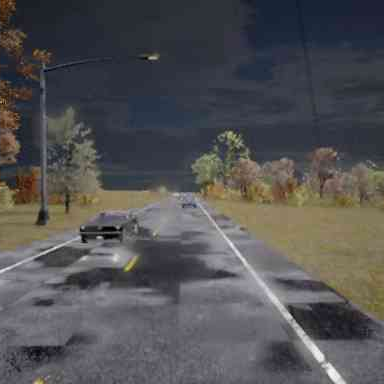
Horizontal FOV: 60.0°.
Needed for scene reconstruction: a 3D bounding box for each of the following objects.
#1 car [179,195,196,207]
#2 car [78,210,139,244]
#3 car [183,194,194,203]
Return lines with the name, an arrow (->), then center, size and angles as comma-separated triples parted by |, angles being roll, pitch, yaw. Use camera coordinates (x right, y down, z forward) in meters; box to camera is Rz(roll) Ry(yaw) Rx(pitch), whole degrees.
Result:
car -> -0.401, 1.308, 45.182 | 2.033, 1.411, 5.357 | 0, 0, -1
car -> -3.767, 1.536, 15.739 | 1.895, 1.301, 4.718 | 0, 0, -1
car -> -0.627, 1.211, 63.915 | 2.033, 1.411, 5.357 | 0, 0, 0
